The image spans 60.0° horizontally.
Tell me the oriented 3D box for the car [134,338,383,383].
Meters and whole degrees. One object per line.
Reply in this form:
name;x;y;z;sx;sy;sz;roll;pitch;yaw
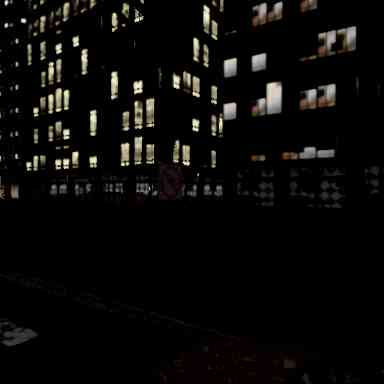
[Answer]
car;1.560;1.527;1.757;4.829;1.417;1.752;0;0;36
